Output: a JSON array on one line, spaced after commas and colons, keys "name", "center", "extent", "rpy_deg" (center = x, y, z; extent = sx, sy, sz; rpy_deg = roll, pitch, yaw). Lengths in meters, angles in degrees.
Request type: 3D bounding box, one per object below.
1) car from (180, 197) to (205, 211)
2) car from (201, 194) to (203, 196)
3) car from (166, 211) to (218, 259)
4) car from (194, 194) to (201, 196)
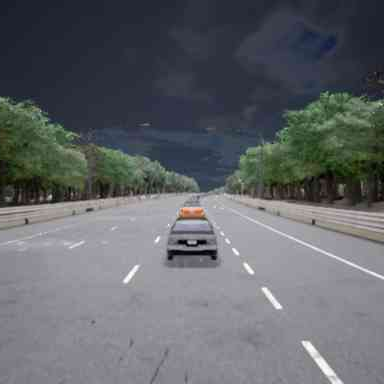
[{"name": "car", "center": [0.008, 1.555, 28.608], "extent": [2.097, 1.767, 4.553], "rpy_deg": [0, 0, 0]}, {"name": "car", "center": [1.243, 1.364, 89.737], "extent": [1.882, 1.535, 5.008], "rpy_deg": [0, 0, 3]}, {"name": "car", "center": [0.005, 1.697, 13.261], "extent": [2.033, 1.411, 5.357], "rpy_deg": [0, 0, 0]}, {"name": "car", "center": [0.408, 1.541, 68.017], "extent": [1.994, 1.385, 4.181], "rpy_deg": [0, 0, 2]}]
